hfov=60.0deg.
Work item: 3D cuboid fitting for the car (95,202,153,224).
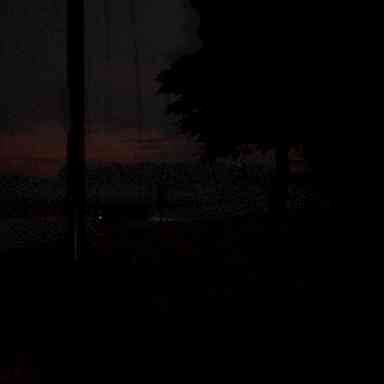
[{"bbox_3d":[-4.997,1.502,25.142,1.837,1.490,4.892,3,2,35],"label":"car"}]
